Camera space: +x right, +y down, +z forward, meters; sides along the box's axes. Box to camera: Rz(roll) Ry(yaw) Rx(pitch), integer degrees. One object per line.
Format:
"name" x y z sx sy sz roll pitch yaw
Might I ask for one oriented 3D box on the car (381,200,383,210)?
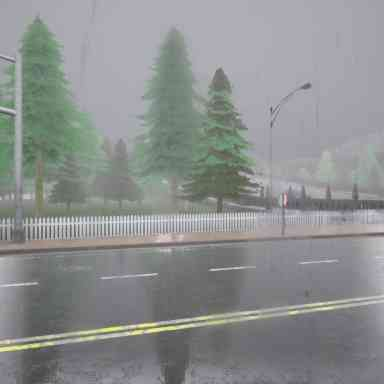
"car" 20.668 1.352 31.102 2.097 1.767 4.553 0 0 -19

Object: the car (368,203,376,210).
"car" 22.229 1.592 37.219 1.895 1.301 4.718 0 0 -19

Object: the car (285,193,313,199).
"car" 15.269 1.316 46.499 2.033 1.411 5.357 0 2 -19

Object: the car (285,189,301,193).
"car" 16.781 0.686 52.816 2.150 2.045 5.566 0 4 -18
